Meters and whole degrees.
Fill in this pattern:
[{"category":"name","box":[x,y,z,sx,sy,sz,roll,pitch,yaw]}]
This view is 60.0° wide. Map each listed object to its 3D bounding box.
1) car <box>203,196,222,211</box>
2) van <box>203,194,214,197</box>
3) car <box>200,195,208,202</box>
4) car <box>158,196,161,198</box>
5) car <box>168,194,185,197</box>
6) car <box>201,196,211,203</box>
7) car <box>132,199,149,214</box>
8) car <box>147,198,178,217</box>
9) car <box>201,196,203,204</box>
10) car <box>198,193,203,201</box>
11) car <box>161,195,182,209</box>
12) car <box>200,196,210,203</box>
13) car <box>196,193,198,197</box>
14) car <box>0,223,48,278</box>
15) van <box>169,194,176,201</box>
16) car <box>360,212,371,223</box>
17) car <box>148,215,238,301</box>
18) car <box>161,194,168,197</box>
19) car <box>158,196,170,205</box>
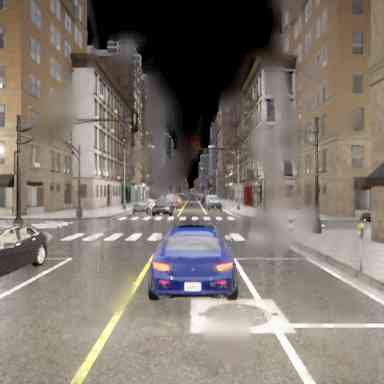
[{"category":"car","box":[2.741,1.571,41.071,2.008,1.369,4.403,0,0,0]},{"category":"van","box":[2.756,1.364,46.478,1.690,1.788,3.998,0,0,0]},{"category":"car","box":[2.844,1.564,79.084,1.752,1.417,4.829,0,0,0]},{"category":"car","box":[-5.294,1.545,40.920,1.752,1.417,4.829,0,0,0]},{"category":"car","box":[-2.669,1.505,55.535,1.882,1.535,5.008,0,0,0]},{"category":"car","box":[2.814,1.599,68.103,1.947,1.339,4.313,0,0,0]},{"category":"car","box":[-5.301,1.569,35.684,2.008,1.369,4.403,0,0,0]},{"category":"car","box":[-2.735,1.564,32.066,2.033,1.411,5.357,0,0,0]},{"category":"car","box":[2.770,1.607,51.884,1.802,1.307,4.206,0,0,0]},{"category":"car","box":[2.800,1.346,62.696,2.192,1.841,5.009,0,0,0]},{"category":"car","box":[-2.710,1.547,43.819,1.812,1.442,4.674,0,0,0]},{"category":"car","box":[2.829,1.587,73.509,2.008,1.369,4.403,0,0,0]},{"category":"car","box":[2.888,1.592,95.134,1.887,1.381,4.507,0,0,0]},{"category":"car","box":[-5.365,1.556,8.808,2.008,1.369,4.403,0,0,0]},{"category":"van","box":[-5.219,1.386,89.746,1.690,1.788,3.998,0,0,0]},{"category":"car","box":[15.127,1.651,23.996,5.357,1.411,2.033,0,0,0]},{"category":"car","box":[0.039,1.531,8.247,1.812,1.442,4.674,0,0,1]},{"category":"car","box":[-5.268,1.468,57.309,1.967,1.590,4.097,0,0,0]},{"category":"car","box":[-5.261,1.556,62.545,1.752,1.417,4.829,0,0,0]}]
